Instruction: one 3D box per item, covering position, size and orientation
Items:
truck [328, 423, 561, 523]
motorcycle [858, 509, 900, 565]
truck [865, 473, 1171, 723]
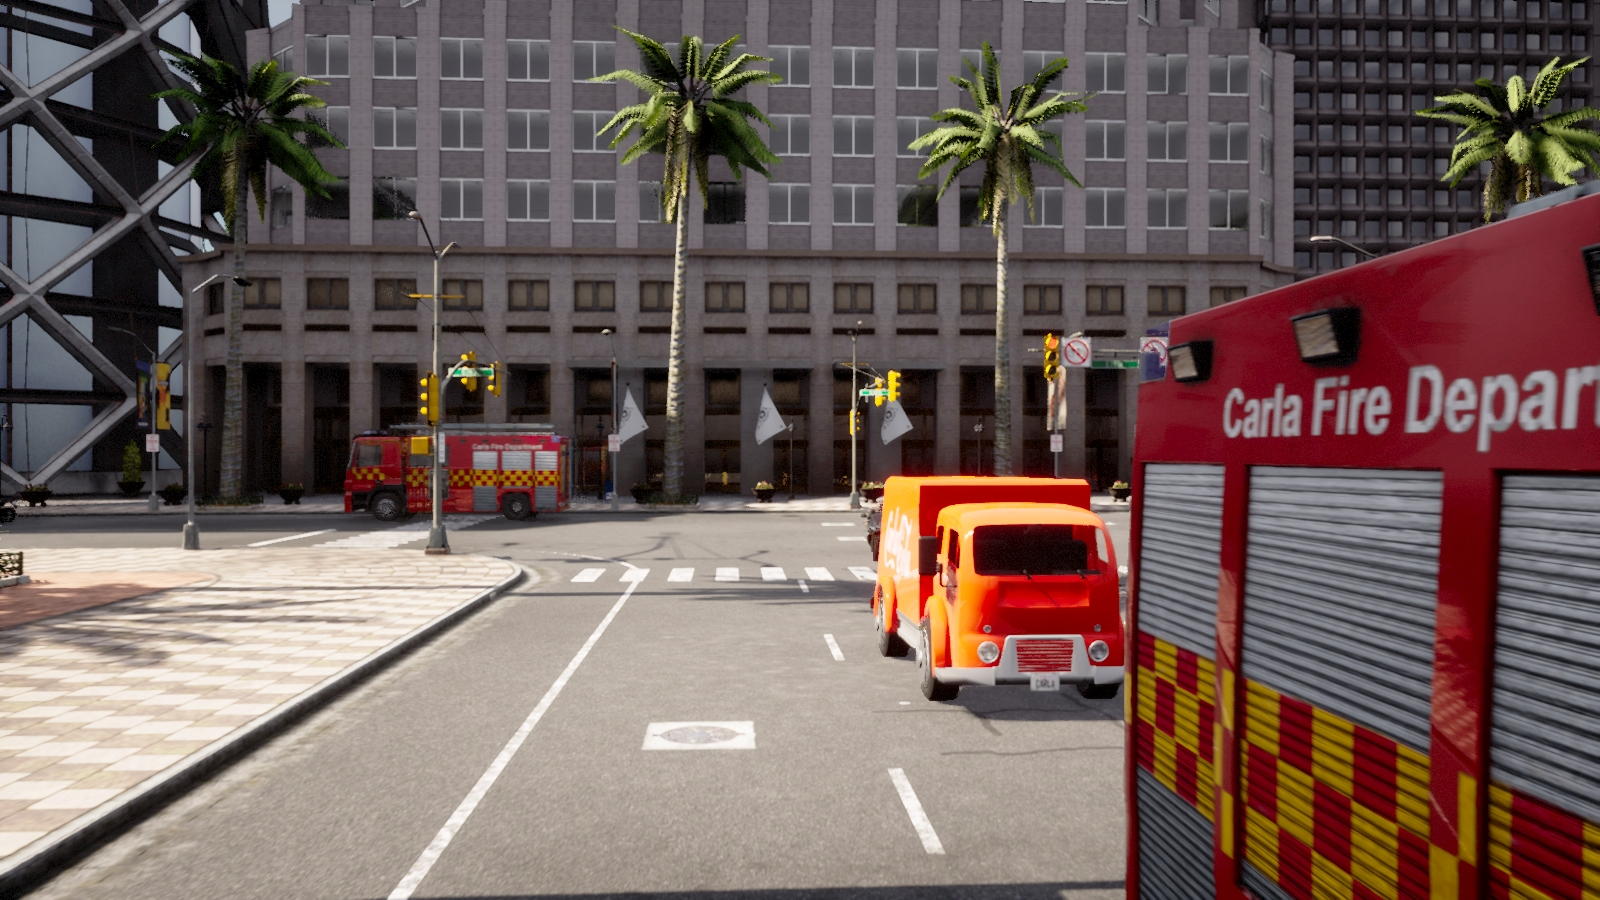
[{"bbox_3d":[-14.056,0.890,45.735,8.468,3.827,2.891,0,0,-3],"label":"truck"},{"bbox_3d":[2.041,2.205,29.291,0.867,1.251,2.209,0,0,9],"label":"motorcycle"},{"bbox_3d":[2.394,1.570,14.350,2.627,2.467,5.204,0,0,-3],"label":"truck"}]
